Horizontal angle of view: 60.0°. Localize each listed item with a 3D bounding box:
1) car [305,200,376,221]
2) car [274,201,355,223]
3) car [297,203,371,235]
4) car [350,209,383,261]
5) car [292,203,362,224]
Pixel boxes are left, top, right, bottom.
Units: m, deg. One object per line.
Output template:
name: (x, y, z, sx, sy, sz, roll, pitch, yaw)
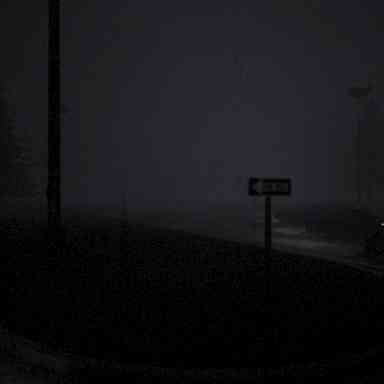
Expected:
car: (12.514, 1.498, 28.485, 2.033, 1.411, 5.357, 0, 0, -32)
car: (8.079, 1.505, 22.437, 2.033, 1.411, 5.357, 0, 0, -33)
car: (7.801, 1.499, 16.338, 1.812, 1.442, 4.674, 0, 0, -32)
car: (7.731, 1.482, 9.930, 2.128, 1.511, 4.902, 0, 0, -32)
car: (10.230, 1.555, 25.564, 1.895, 1.301, 4.718, 0, 0, -32)
